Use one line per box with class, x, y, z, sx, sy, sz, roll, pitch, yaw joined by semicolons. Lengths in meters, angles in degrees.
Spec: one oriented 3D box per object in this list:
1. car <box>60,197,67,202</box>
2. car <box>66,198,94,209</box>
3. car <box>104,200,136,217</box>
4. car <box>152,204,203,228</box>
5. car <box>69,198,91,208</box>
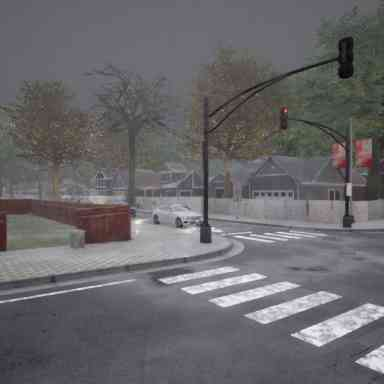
car;-22.422;1.601;57.379;2.128;1.511;4.902;0;0;-36
car;-12.873;1.530;39.168;1.882;1.535;5.008;0;0;-35
car;-6.884;1.513;30.789;1.882;1.535;5.008;0;0;-36
car;-1.043;1.547;22.621;1.812;1.442;4.674;0;0;-36
car;-16.760;1.654;49.573;1.994;1.385;4.181;0;0;-35
